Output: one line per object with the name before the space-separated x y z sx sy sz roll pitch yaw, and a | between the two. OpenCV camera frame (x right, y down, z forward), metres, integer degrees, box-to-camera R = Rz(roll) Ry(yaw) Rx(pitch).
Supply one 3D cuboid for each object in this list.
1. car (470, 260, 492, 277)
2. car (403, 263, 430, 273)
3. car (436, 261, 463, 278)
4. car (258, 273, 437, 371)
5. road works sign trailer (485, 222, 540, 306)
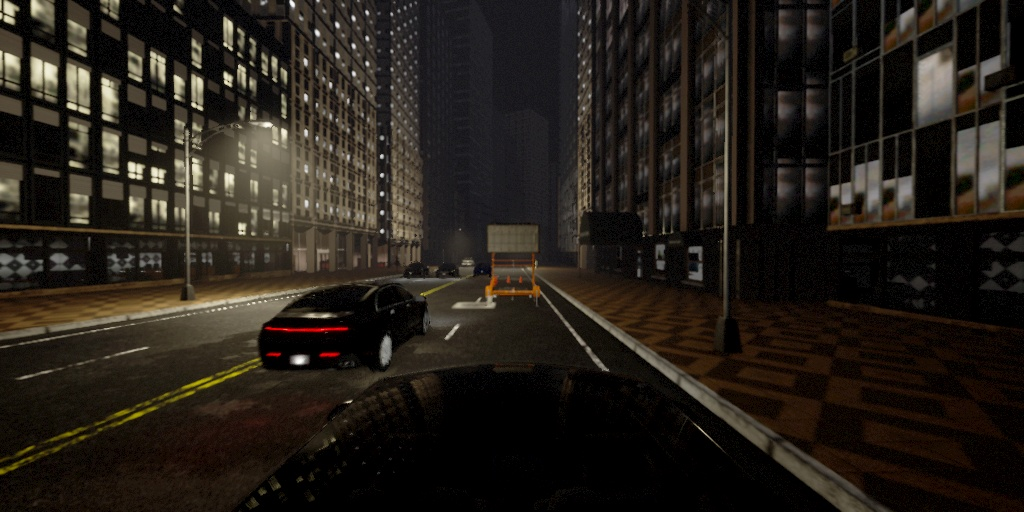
car | -3.016 1.438 38.837 1.882 1.535 5.008 0 0 0
car | -9.717 1.453 36.806 1.837 1.490 4.892 0 0 0
car | -6.469 1.472 36.417 1.812 1.442 4.674 0 0 0
car | -3.132 1.289 7.724 1.837 1.490 4.892 0 0 0
road works sign trailer | 0.056 0.296 16.150 2.380 3.560 2.880 0 0 1
